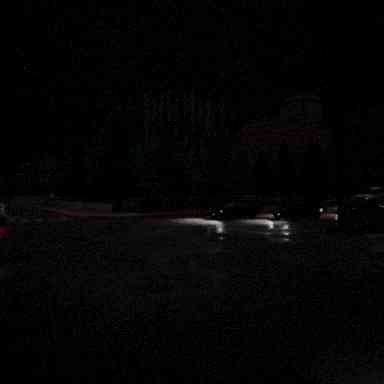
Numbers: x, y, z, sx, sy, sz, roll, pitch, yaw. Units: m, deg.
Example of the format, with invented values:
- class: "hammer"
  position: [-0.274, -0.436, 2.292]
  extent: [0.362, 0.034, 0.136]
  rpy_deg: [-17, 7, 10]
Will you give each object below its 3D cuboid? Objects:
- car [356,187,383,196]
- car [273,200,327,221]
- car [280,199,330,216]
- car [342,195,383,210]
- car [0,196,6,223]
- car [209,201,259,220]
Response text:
- class: "car"
  position: [22.228, 0.541, 41.253]
  extent: [5.566, 2.045, 2.150]
  rpy_deg: [-7, 4, -34]
- class: "car"
  position: [8.749, 1.509, 27.406]
  extent: [4.892, 1.490, 1.837]
  rpy_deg: [0, 0, -36]
- class: "car"
  position: [11.459, 1.505, 33.648]
  extent: [5.357, 1.411, 2.033]
  rpy_deg: [-1, 1, -36]
- class: "car"
  position: [16.784, 1.391, 33.114]
  extent: [5.357, 1.411, 2.033]
  rpy_deg: [-3, 1, -35]
- class: "car"
  position: [-15.074, 1.220, 24.573]
  extent: [2.150, 2.045, 5.566]
  rpy_deg: [0, 0, -31]
- class: "car"
  position: [3.646, 1.534, 28.107]
  extent: [4.674, 1.442, 1.812]
  rpy_deg: [0, 0, -34]
